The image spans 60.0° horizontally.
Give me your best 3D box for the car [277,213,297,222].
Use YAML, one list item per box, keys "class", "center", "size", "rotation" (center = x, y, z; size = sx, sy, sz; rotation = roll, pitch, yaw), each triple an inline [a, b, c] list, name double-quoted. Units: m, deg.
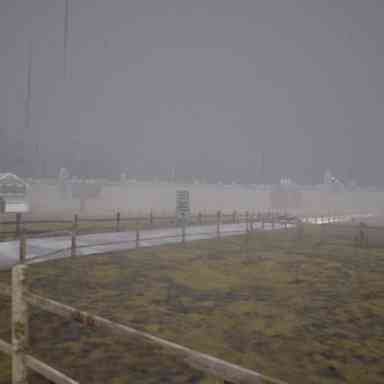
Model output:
- class: "car"
  center: [14.304, 3.746, 49.810]
  size: [1.895, 1.301, 4.718]
  rotation: [1, -2, 35]
